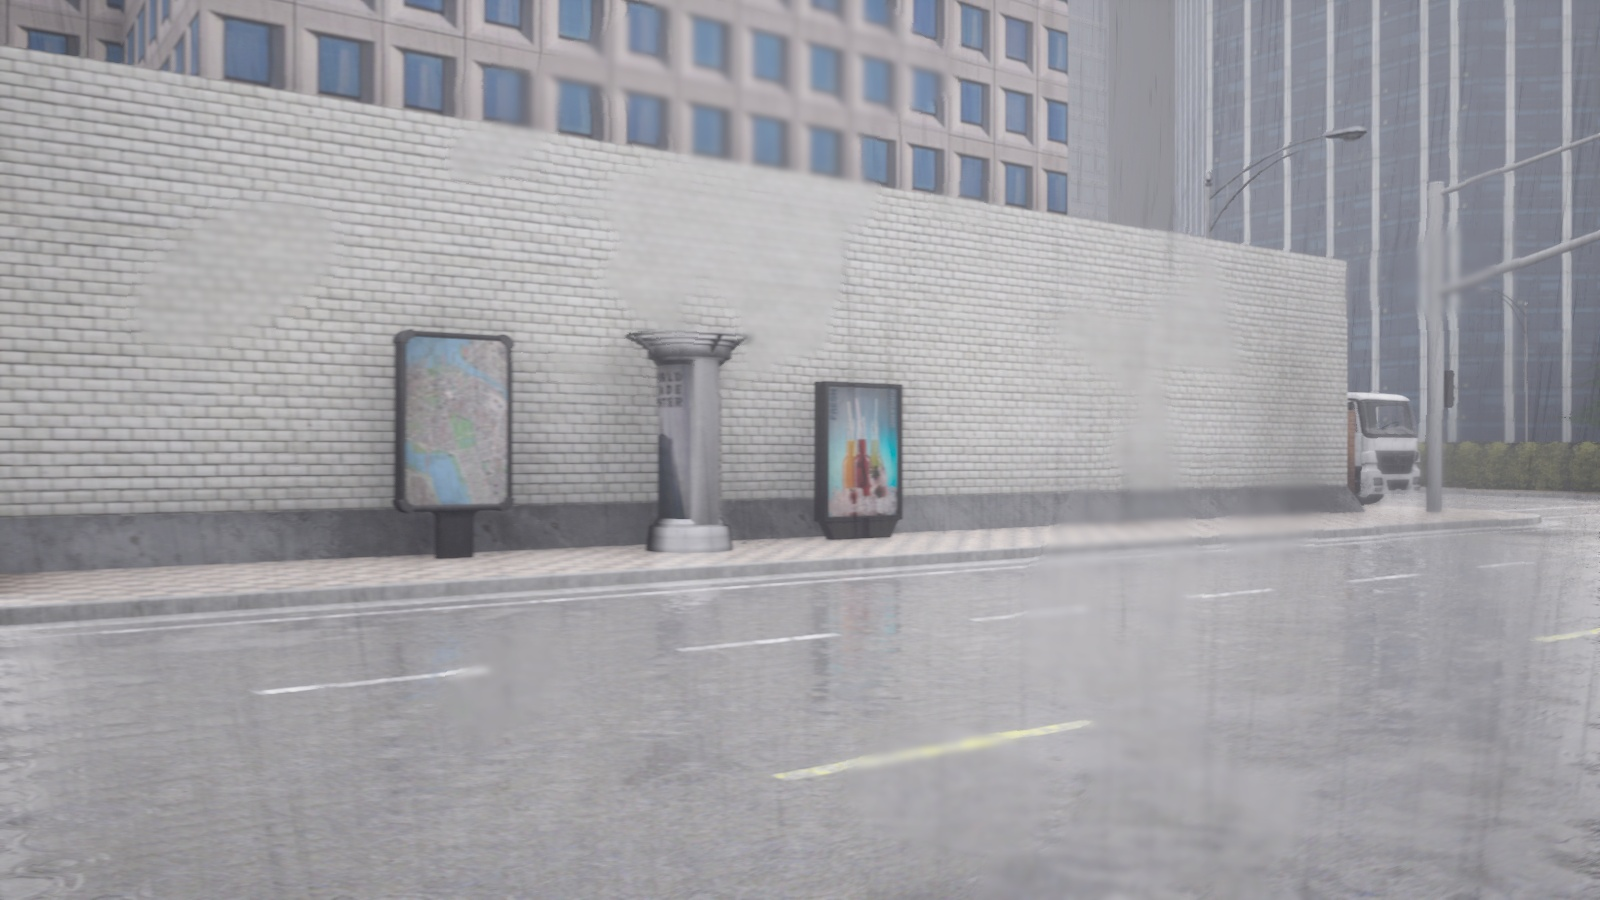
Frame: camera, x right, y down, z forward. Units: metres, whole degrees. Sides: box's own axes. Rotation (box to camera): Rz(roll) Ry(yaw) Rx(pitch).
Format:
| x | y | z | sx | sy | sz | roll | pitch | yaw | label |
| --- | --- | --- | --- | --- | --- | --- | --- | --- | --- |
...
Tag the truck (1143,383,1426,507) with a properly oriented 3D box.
| x | y | z | sx | sy | sz | roll | pitch | yaw | label |
| --- | --- | --- | --- | --- | --- | --- | --- | --- | --- |
| 14.817 | -0.115 | 39.121 | 2.891 | 3.462 | 7.936 | 0 | 0 | -35 | truck |
